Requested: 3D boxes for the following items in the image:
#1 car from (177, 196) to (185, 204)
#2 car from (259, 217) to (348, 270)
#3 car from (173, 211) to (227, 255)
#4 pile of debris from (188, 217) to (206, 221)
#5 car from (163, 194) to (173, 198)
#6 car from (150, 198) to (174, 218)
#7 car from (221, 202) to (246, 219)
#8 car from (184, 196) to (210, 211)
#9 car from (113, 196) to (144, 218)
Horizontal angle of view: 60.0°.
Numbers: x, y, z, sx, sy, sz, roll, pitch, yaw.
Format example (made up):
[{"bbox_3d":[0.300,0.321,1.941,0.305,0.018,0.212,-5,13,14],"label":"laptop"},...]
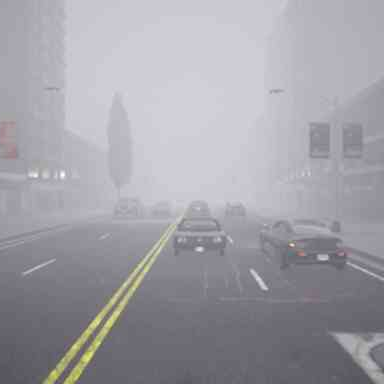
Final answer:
[{"bbox_3d":[-2.085,1.662,72.813,2.097,1.767,4.553,0,0,1],"label":"car"},{"bbox_3d":[3.495,1.573,11.093,1.812,1.442,4.674,0,0,1],"label":"car"},{"bbox_3d":[0.296,1.670,13.571,1.895,1.301,4.718,0,0,1],"label":"car"},{"bbox_3d":[0.444,2.312,28.611,1.500,0.140,1.860,0,0,1],"label":"pile of debris"},{"bbox_3d":[-5.329,1.543,73.223,2.150,2.045,5.566,0,0,1],"label":"car"},{"bbox_3d":[-2.844,1.639,32.207,1.882,1.535,5.008,0,0,1],"label":"car"},{"bbox_3d":[3.831,1.629,30.935,2.128,1.511,4.902,0,0,1],"label":"car"},{"bbox_3d":[0.578,1.498,30.756,2.097,1.767,4.553,0,0,1],"label":"car"},{"bbox_3d":[-6.090,1.394,32.661,2.150,2.045,5.566,0,0,1],"label":"car"}]
